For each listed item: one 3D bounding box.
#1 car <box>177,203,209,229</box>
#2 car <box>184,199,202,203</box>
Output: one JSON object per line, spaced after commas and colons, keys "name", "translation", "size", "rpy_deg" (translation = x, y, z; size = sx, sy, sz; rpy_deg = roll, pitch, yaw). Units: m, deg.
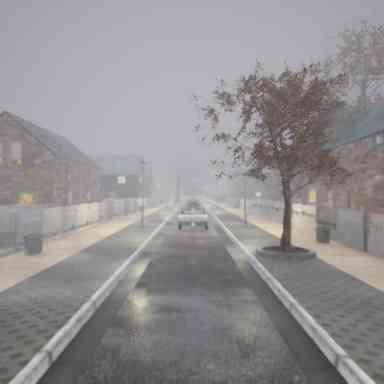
{"name": "car", "translation": [0.079, 1.612, 21.688], "size": [1.895, 1.301, 4.718], "rpy_deg": [0, 0, 0]}
{"name": "car", "translation": [0.105, 1.542, 39.254], "size": [1.837, 1.490, 4.892], "rpy_deg": [0, 0, 0]}
